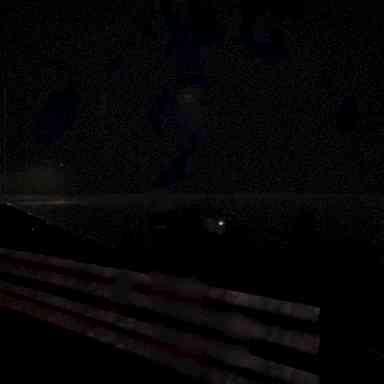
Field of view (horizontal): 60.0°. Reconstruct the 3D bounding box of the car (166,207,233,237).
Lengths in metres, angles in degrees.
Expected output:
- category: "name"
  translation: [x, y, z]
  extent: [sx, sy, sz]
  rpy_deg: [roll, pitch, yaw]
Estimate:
- category: "car"
  translation: [0.309, 1.493, 17.841]
  extent: [1.994, 1.385, 4.181]
  rpy_deg: [0, 0, -33]
